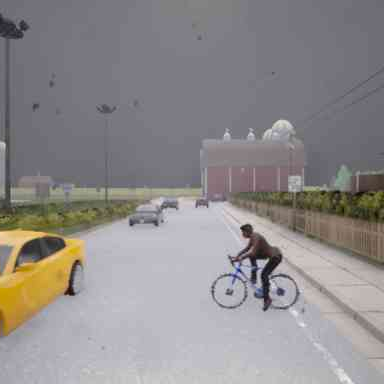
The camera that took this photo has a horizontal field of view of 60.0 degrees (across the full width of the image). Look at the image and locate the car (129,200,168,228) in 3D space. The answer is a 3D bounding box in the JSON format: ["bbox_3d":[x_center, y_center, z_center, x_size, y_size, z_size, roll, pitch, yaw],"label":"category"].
[{"bbox_3d":[-2.980,1.521,22.567,1.812,1.442,4.674,0,0,2],"label":"car"}]

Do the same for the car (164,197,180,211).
[{"bbox_3d":[-2.429,1.338,38.486,2.033,1.411,5.357,0,0,2],"label":"car"}]

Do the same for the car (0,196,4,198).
[{"bbox_3d":[-24.858,1.302,40.143,4.605,1.855,1.932,0,0,1],"label":"car"}]

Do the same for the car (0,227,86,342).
[{"bbox_3d":[-3.467,1.476,5.831,1.882,1.535,5.008,0,0,2],"label":"car"}]

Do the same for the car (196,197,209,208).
[{"bbox_3d":[1.479,1.495,49.177,1.837,1.490,4.892,0,0,2],"label":"car"}]

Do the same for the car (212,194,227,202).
[{"bbox_3d":[5.753,1.241,69.213,2.097,1.767,4.553,-1,0,20],"label":"car"}]

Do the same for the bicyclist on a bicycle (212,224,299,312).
[{"bbox_3d":[1.192,1.430,6.279,1.656,1.620,0.582,0,0,2],"label":"bicyclist on a bicycle"}]

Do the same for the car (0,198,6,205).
[{"bbox_3d":[-19.995,1.557,32.680,1.994,1.385,4.181,0,0,1],"label":"car"}]
